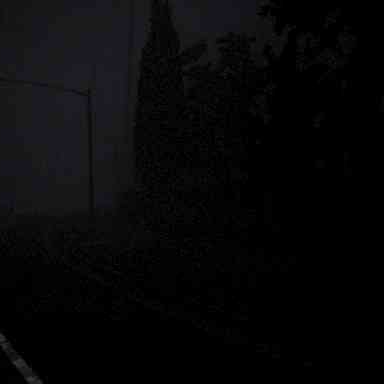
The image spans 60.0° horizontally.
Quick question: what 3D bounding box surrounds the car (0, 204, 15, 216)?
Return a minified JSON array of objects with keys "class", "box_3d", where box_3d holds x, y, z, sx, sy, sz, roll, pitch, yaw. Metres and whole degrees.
[{"class":"car","box_3d":[-21.012,1.904,36.074,1.895,1.301,4.718,-2,0,-8]}]
